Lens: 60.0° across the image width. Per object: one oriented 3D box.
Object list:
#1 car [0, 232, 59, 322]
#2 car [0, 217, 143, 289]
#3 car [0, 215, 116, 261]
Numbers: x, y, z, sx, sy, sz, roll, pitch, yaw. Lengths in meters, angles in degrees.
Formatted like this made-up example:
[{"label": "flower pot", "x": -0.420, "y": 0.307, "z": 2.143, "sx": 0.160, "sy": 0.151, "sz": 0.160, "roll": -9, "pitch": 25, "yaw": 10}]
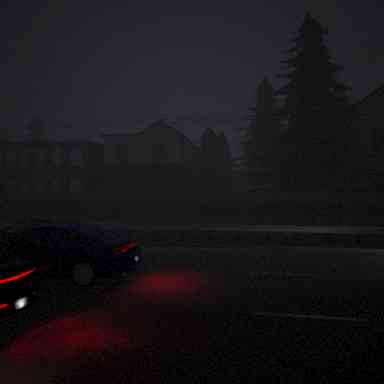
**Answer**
[{"label": "car", "x": -5.191, "y": 1.577, "z": 5.923, "sx": 4.892, "sy": 1.490, "sz": 1.837, "roll": 0, "pitch": -1, "yaw": 10}, {"label": "car", "x": -3.892, "y": 1.599, "z": 9.246, "sx": 5.008, "sy": 1.535, "sz": 1.882, "roll": 0, "pitch": -1, "yaw": 10}, {"label": "car", "x": -5.948, "y": 1.718, "z": 13.171, "sx": 5.357, "sy": 1.411, "sz": 2.033, "roll": 0, "pitch": -1, "yaw": 10}]
